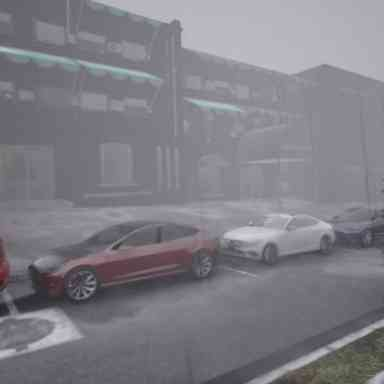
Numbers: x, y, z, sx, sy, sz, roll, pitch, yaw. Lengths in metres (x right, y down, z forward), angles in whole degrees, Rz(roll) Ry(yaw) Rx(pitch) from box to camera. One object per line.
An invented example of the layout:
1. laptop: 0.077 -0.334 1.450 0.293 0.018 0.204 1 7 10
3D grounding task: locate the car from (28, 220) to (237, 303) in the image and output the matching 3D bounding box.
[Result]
1. car: -1.446 1.492 8.360 4.792 1.488 2.163 0 0 -35

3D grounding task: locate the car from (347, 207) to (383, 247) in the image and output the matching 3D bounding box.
1. car: 7.622 1.418 14.753 4.792 1.488 2.163 -1 0 -35

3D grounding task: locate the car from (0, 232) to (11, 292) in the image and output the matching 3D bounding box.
1. car: -5.979 1.242 5.164 5.566 2.045 2.435 0 0 -35

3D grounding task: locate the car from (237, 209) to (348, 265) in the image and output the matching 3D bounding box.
1. car: 3.113 1.466 11.575 4.674 1.452 2.002 0 0 -35
